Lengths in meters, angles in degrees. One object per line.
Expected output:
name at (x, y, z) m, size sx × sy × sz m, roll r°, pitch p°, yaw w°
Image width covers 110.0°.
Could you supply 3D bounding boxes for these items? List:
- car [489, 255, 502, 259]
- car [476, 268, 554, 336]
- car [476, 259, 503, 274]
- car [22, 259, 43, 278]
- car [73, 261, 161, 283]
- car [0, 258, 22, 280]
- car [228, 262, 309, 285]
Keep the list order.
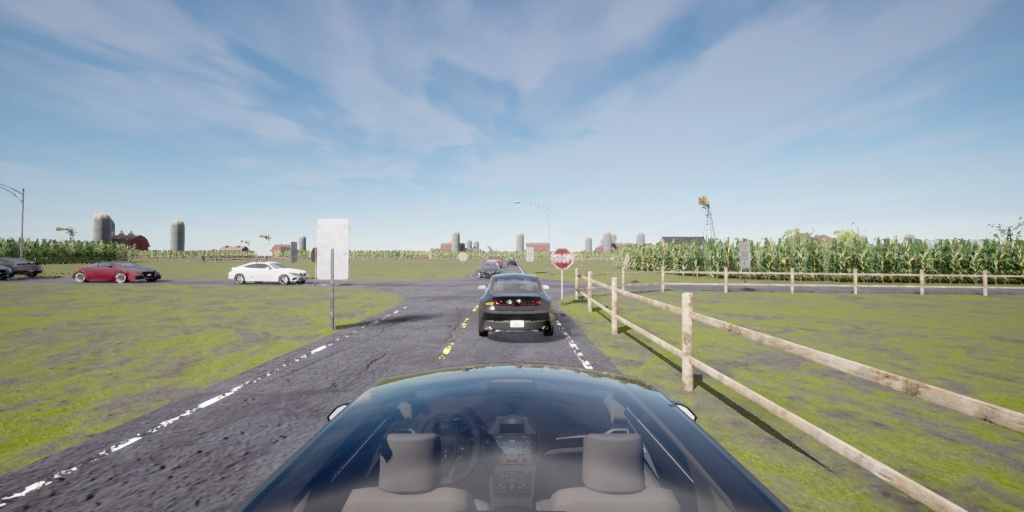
car at (-2.865, 0.934, 58.244) m, size 2.150 × 2.045 × 5.566 m, roll 0°, pitch 1°, yaw 1°
car at (0.066, 1.256, 10.355) m, size 1.837 × 1.490 × 4.892 m, roll 0°, pitch 0°, yaw -1°
car at (-2.195, 1.250, 32.402) m, size 1.837 × 1.490 × 4.892 m, roll -1°, pitch 0°, yaw -10°
car at (-37.700, 0.875, 26.310) m, size 4.902 × 1.511 × 2.128 m, roll 1°, pitch -1°, yaw 0°
car at (-25.574, 1.030, 23.332) m, size 4.181 × 1.385 × 1.994 m, roll 1°, pitch -1°, yaw 1°
car at (-35.789, 0.867, 23.360) m, size 4.892 × 1.490 × 1.837 m, roll 1°, pitch -1°, yaw 0°
car at (-15.725, 1.095, 23.263) m, size 4.674 × 1.442 × 1.812 m, roll 1°, pitch -1°, yaw 2°
